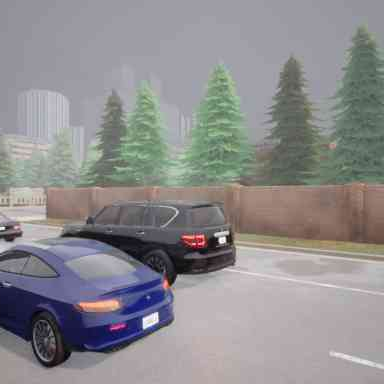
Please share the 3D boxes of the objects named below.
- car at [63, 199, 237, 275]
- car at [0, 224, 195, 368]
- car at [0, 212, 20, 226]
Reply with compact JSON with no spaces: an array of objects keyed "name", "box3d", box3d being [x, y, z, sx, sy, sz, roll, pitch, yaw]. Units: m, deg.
[{"name":"car","box3d":[-1.463,1.221,9.348,5.566,2.045,2.150,0,0,36]},{"name":"car","box3d":[-2.415,1.526,5.731,4.674,1.442,1.812,0,0,36]},{"name":"car","box3d":[-9.760,1.547,15.263,5.357,1.411,2.033,0,0,39]}]
